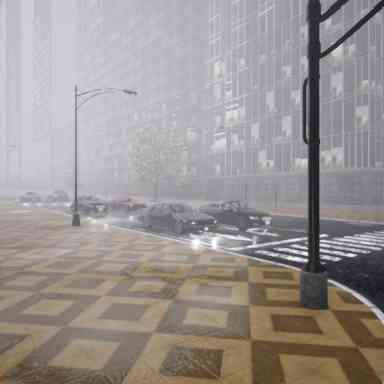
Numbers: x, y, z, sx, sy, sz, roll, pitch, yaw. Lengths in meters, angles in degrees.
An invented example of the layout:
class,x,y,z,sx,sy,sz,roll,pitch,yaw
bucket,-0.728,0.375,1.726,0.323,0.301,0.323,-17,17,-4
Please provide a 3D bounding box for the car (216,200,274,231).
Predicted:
class,x,y,z,sx,sy,sz,roll,pitch,yaw
car,2.330,1.253,18.784,2.128,1.511,4.902,0,1,-38

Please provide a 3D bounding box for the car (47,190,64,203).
class,x,y,z,sx,sy,sz,roll,pitch,yaw
car,-18.015,0.505,44.896,2.097,1.767,4.553,0,1,-38

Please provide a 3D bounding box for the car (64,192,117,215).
class,x,y,z,sx,sy,sz,roll,pitch,yaw
car,-8.418,1.011,27.217,2.128,1.511,4.902,0,1,-38

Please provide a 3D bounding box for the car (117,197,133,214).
class,x,y,z,sx,sy,sz,roll,pitch,yaw
car,-5.629,1.126,28.924,1.895,1.301,4.718,0,1,-38

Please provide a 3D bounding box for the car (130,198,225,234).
class,x,y,z,sx,sy,sz,roll,pitch,yaw
car,-0.953,1.291,17.700,2.033,1.411,5.357,0,1,-38

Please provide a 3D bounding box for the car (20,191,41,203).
class,x,y,z,sx,sy,sz,roll,pitch,yaw
car,-21.265,0.663,43.797,1.812,1.442,4.674,0,1,-38
